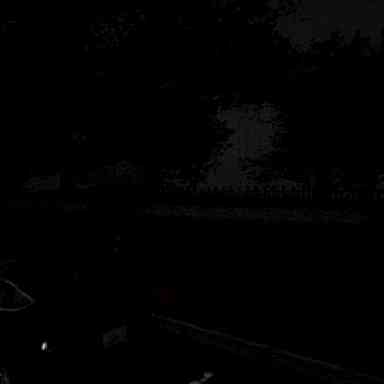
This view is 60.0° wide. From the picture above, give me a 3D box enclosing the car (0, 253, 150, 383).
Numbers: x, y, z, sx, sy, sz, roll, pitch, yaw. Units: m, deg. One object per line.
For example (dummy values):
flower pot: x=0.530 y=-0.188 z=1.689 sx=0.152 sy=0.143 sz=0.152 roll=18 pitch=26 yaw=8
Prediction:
car: x=-2.507 y=1.569 z=4.739 sx=4.313 sy=1.339 sz=1.947 roll=0 pitch=0 yaw=35
